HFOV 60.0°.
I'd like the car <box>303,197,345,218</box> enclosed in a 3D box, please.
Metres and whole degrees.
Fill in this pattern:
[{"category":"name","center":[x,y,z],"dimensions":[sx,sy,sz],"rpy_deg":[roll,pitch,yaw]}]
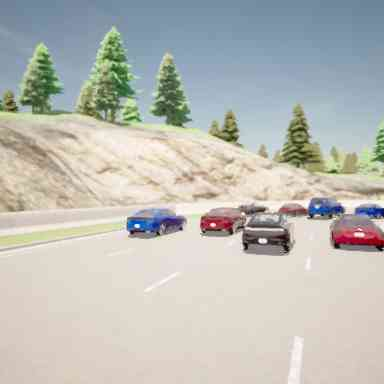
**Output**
[{"category":"car","center":[13.416,1.557,33.047],"dimensions":[2.150,2.045,5.566],"rpy_deg":[-1,-1,41]}]

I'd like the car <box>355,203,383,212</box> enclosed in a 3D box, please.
[{"category":"car","center":[17.209,1.804,31.928],"dimensions":[1.882,1.535,5.008],"rpy_deg":[-1,-1,42]}]

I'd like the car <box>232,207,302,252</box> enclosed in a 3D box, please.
[{"category":"car","center":[3.523,1.643,14.753],"dimensions":[2.128,1.511,4.902],"rpy_deg":[0,-1,21]}]

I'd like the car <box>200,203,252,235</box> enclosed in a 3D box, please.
[{"category":"car","center":[2.093,1.687,20.621],"dimensions":[1.882,1.535,5.008],"rpy_deg":[0,-1,22]}]

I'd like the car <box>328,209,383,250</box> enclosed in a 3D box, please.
[{"category":"car","center":[7.557,1.723,15.448],"dimensions":[1.994,1.385,4.181],"rpy_deg":[0,-1,21]}]

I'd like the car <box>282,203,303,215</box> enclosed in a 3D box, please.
[{"category":"car","center":[10.789,1.883,35.184],"dimensions":[1.812,1.442,4.674],"rpy_deg":[-1,-1,40]}]

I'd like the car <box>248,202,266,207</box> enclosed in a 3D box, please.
[{"category":"car","center":[6.717,1.857,36.116],"dimensions":[2.128,1.511,4.902],"rpy_deg":[-1,-1,37]}]

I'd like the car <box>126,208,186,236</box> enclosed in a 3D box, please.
[{"category":"car","center":[-1.972,1.679,19.908],"dimensions":[1.882,1.535,5.008],"rpy_deg":[0,-1,22]}]
